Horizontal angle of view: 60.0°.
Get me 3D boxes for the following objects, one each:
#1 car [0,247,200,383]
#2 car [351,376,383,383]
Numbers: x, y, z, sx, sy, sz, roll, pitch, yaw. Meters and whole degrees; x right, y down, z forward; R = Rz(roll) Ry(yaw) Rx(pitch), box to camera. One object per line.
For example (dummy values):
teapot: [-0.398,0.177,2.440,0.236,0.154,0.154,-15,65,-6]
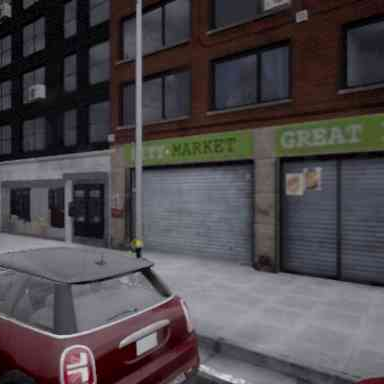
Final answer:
car: [-2.001,1.438,4.237,4.097,1.590,1.967,0,0,35]
car: [2.622,1.546,0.940,4.507,1.381,1.887,0,0,35]
